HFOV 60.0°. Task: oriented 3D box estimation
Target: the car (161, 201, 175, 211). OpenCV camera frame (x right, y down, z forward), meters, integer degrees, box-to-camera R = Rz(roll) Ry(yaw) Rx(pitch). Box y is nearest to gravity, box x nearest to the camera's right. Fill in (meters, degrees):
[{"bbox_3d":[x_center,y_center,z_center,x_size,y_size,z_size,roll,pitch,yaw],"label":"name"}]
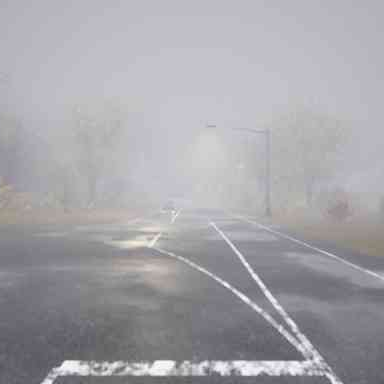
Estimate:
[{"bbox_3d":[-3.707,2.225,52.657,1.837,1.490,4.892,0,0,-1],"label":"car"}]
